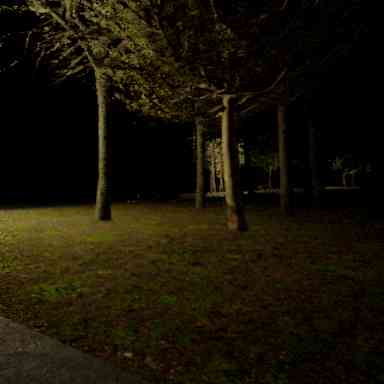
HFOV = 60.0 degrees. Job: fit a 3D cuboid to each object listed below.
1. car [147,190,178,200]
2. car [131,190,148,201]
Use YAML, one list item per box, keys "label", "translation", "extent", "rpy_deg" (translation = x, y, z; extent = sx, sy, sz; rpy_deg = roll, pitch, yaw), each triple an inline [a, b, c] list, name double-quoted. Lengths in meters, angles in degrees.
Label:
- label: "car"
  translation: [-4.062, 0.550, 50.155]
  extent: [1.895, 1.301, 4.718]
  rpy_deg: [-3, 0, 34]
- label: "car"
  translation: [-8.273, 0.449, 56.404]
  extent: [2.097, 1.767, 4.553]
  rpy_deg: [-3, 0, 34]
